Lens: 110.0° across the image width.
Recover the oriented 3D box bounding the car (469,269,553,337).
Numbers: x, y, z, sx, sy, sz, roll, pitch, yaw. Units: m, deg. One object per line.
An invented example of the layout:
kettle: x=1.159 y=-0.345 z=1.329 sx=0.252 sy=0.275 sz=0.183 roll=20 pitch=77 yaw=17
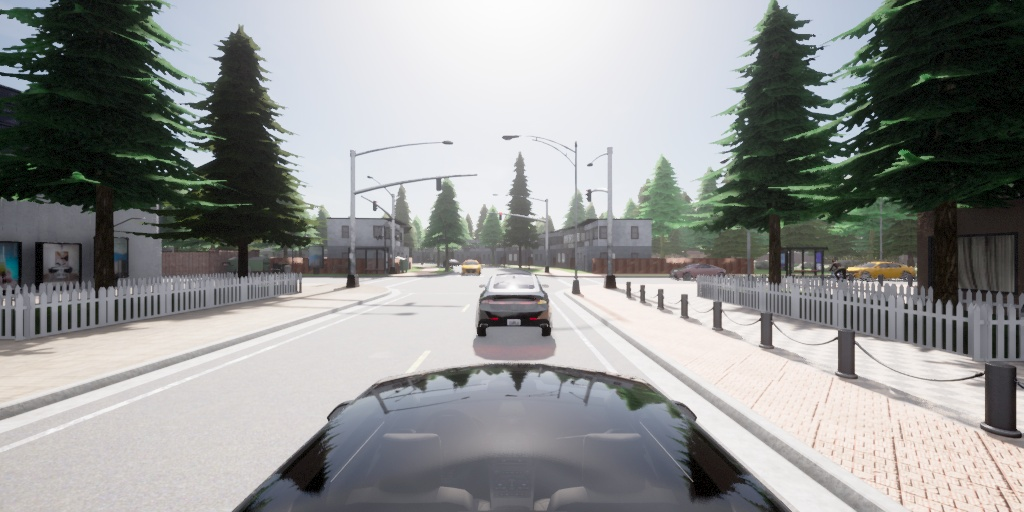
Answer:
car: x=0.056 y=1.241 z=10.291 sx=2.128 sy=1.511 sz=4.902 roll=0 pitch=0 yaw=0

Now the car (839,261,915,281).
car: x=29.579 y=1.212 z=29.177 sx=5.008 sy=1.535 sz=1.882 roll=0 pitch=0 yaw=2

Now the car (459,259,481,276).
car: x=-4.212 y=1.193 z=36.987 sx=1.882 sy=1.535 sz=5.008 roll=0 pitch=0 yaw=-6

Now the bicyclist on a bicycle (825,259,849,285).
bicyclist on a bicycle: x=19.886 y=1.035 z=21.978 sx=0.582 sy=1.620 sz=1.656 roll=0 pitch=0 yaw=2

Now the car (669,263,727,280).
car: x=15.295 y=1.298 z=29.595 sx=4.181 sy=1.385 sz=1.994 roll=0 pitch=0 yaw=2
